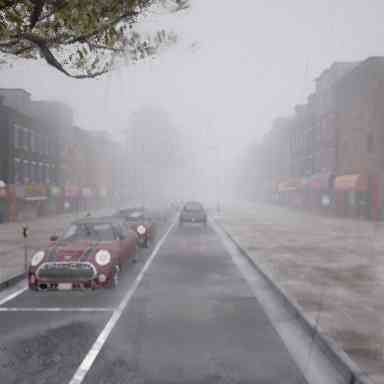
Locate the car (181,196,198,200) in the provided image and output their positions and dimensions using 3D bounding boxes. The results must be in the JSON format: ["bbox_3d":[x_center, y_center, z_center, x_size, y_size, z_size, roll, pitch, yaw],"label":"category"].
[{"bbox_3d":[0.082,1.618,41.313,2.128,1.511,4.902,0,0,0],"label":"car"}]

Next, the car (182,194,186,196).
[{"bbox_3d":[-2.675,1.694,64.257,1.887,1.381,4.507,-1,0,0],"label":"car"}]

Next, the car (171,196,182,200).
[{"bbox_3d":[-2.668,1.569,42.117,1.967,1.590,4.097,-1,0,0],"label":"car"}]

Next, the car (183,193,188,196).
[{"bbox_3d":[-2.682,1.676,80.860,1.887,1.381,4.507,-1,0,0],"label":"car"}]

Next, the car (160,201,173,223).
[{"bbox_3d":[-2.660,1.644,25.513,1.802,1.307,4.206,-1,0,0],"label":"car"}]

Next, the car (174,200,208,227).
[{"bbox_3d":[0.088,1.543,23.145,2.128,1.511,4.902,0,0,0],"label":"car"}]

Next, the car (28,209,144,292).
[{"bbox_3d":[-2.651,1.445,8.919,1.967,1.590,4.097,-1,0,0],"label":"car"}]

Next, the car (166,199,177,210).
[{"bbox_3d":[-2.663,1.639,31.047,2.008,1.369,4.403,-1,0,0],"label":"car"}]

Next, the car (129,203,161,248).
[{"bbox_3d":[-2.655,1.457,14.450,1.967,1.590,4.097,-1,0,0],"label":"car"}]
